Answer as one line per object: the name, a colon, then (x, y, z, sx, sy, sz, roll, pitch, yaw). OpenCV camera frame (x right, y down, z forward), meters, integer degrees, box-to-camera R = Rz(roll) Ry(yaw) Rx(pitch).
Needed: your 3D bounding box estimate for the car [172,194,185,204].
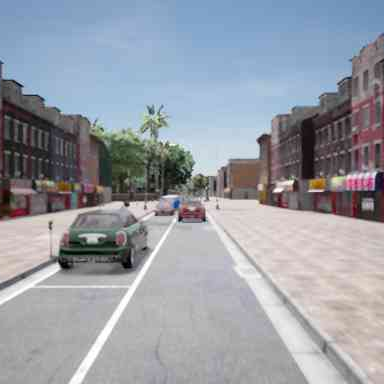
car: (-2.620, 1.342, 65.095, 2.192, 1.841, 5.009, 0, 0, 0)

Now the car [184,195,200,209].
car: (0.017, 1.385, 48.024, 2.097, 1.767, 4.553, 0, 0, 0)

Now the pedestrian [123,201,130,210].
pedestrian: (-2.746, 1.282, 14.118, 0.375, 1.860, 0.375, 0, 0, 0)

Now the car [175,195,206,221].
car: (0.013, 1.365, 26.979, 2.097, 1.767, 4.553, 0, 0, 0)

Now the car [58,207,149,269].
car: (-2.747, 1.342, 11.311, 2.097, 1.767, 4.553, 0, 0, 0)

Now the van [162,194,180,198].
van: (-2.628, 1.338, 37.774, 1.690, 1.788, 3.998, 0, 0, 0)

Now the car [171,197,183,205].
car: (-2.621, 1.569, 59.631, 2.008, 1.369, 4.403, 0, 0, 0)

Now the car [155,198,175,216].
car: (-2.629, 1.573, 32.310, 1.802, 1.307, 4.206, 0, 0, 0)
